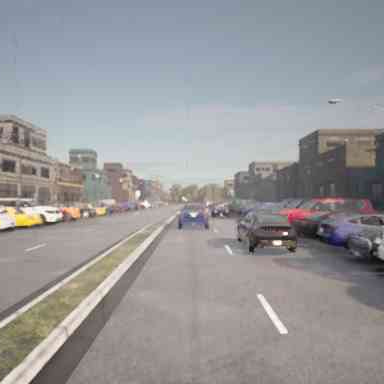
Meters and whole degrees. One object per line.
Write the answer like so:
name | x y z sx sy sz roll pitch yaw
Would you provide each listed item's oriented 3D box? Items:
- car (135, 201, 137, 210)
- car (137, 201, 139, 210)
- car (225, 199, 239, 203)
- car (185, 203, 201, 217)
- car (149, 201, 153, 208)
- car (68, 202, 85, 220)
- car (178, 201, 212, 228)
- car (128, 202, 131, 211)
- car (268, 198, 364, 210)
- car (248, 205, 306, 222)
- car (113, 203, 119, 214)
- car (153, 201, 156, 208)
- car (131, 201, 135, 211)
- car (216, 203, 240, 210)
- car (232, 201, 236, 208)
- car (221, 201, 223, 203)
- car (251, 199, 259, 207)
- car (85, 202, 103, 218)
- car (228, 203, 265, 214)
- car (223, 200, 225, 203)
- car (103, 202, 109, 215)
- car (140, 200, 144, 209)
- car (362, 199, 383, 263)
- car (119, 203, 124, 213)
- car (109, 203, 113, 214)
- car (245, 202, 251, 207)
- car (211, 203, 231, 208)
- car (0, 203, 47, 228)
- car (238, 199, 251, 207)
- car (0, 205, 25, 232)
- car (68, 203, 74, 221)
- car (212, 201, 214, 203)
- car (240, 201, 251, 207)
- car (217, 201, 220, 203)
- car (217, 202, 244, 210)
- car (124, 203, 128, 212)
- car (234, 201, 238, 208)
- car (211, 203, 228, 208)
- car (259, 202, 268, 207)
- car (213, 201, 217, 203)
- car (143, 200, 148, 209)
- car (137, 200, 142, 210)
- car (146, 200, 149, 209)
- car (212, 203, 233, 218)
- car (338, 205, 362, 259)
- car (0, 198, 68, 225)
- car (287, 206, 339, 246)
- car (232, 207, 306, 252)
car | -12.726 2.638 58.500 4.892 1.521 2.231 0 -2 0
car | -12.712 2.755 61.152 4.674 1.452 2.002 0 -2 0
car | 7.681 1.981 44.046 5.566 2.045 2.435 0 -2 0
car | 0.113 2.152 41.141 1.882 1.535 5.008 0 -2 0
car | -12.706 2.971 77.951 5.566 2.045 2.435 0 -2 0
car | -12.750 1.748 30.600 4.553 1.767 2.185 0 -1 0
car | 0.108 1.617 24.249 2.097 1.767 4.553 0 -1 0
car | -12.762 2.504 52.818 4.792 1.488 2.163 0 -2 0
car | 7.617 1.408 19.247 5.566 2.045 2.435 0 -1 0
car | 7.646 1.916 30.259 4.674 1.452 2.002 0 -1 0
car | -12.722 2.273 44.484 4.792 1.488 2.163 0 -2 0
car | -12.630 3.518 86.276 4.792 1.488 2.163 0 -2 0
car | -12.721 2.557 55.722 5.008 1.535 2.097 0 -2 0
car | 7.684 3.054 71.604 4.792 1.488 2.163 0 -2 0
car | 7.649 2.199 41.282 4.674 1.452 2.002 0 -2 0
car | 7.685 2.563 55.063 4.792 1.488 2.163 0 -2 0
car | 7.619 1.503 24.756 5.566 2.045 2.435 0 -1 0
car | -12.775 2.023 36.275 4.892 1.521 2.231 0 -2 0
car | 7.624 2.335 46.797 4.792 1.488 2.163 0 -2 0
car | 7.624 2.331 52.312 4.553 1.767 2.185 0 -2 0
car | -12.949 2.093 39.055 5.366 1.575 1.946 0 -2 0
car | -12.709 2.880 66.709 4.892 1.521 2.231 0 -2 0
car | 7.671 1.292 8.224 5.566 2.045 2.435 0 0 0
car | -12.750 2.319 47.262 5.008 1.535 2.097 0 -2 0
car | -12.730 2.043 41.718 4.553 1.767 2.185 0 -2 0
car | 7.462 1.807 27.503 5.366 1.575 1.946 0 -1 0
car | 7.621 3.560 88.138 5.008 1.535 2.097 0 -2 0
car | -12.986 1.692 22.268 5.366 1.575 1.946 0 -1 0
car | 7.681 1.889 35.774 4.553 1.767 2.185 0 -1 0
car | -12.804 1.689 19.494 4.674 1.452 2.002 0 -1 0
car | -12.786 1.847 27.819 4.674 1.452 2.002 0 -1 0
car | 7.835 3.107 74.362 5.366 1.575 1.946 0 -2 0
car | 7.644 1.943 33.014 5.008 1.535 2.097 0 -2 0
car | 7.629 2.803 63.331 4.792 1.488 2.163 0 -2 0
car | 7.844 2.936 68.850 5.366 1.575 1.946 0 -2 0
car | -12.733 2.398 50.041 4.892 1.521 2.231 0 -2 0
car | 7.680 2.116 38.527 4.792 1.488 2.163 0 -1 0
car | 7.615 3.792 93.779 4.674 1.452 2.002 0 -2 0
car | 7.618 1.451 22.000 5.566 2.045 2.435 0 -1 0
car | 7.474 2.853 66.088 5.366 1.575 1.946 0 -2 0
car | -12.687 3.087 72.262 4.674 1.452 2.002 0 -2 0
car | -12.737 2.826 63.930 4.792 1.488 2.163 0 -2 0
car | -12.716 3.010 75.136 4.553 1.767 2.185 0 -2 0
car | 3.110 2.181 37.512 1.895 1.301 4.718 0 -1 0
car | 7.674 1.439 10.978 4.553 1.767 2.185 0 -1 0
car | -12.766 1.496 25.051 5.566 2.045 2.435 0 -1 0
car | 7.639 1.620 16.486 5.008 1.535 2.097 0 -1 0
car | 3.104 1.623 14.493 1.837 1.490 4.892 0 -1 0
